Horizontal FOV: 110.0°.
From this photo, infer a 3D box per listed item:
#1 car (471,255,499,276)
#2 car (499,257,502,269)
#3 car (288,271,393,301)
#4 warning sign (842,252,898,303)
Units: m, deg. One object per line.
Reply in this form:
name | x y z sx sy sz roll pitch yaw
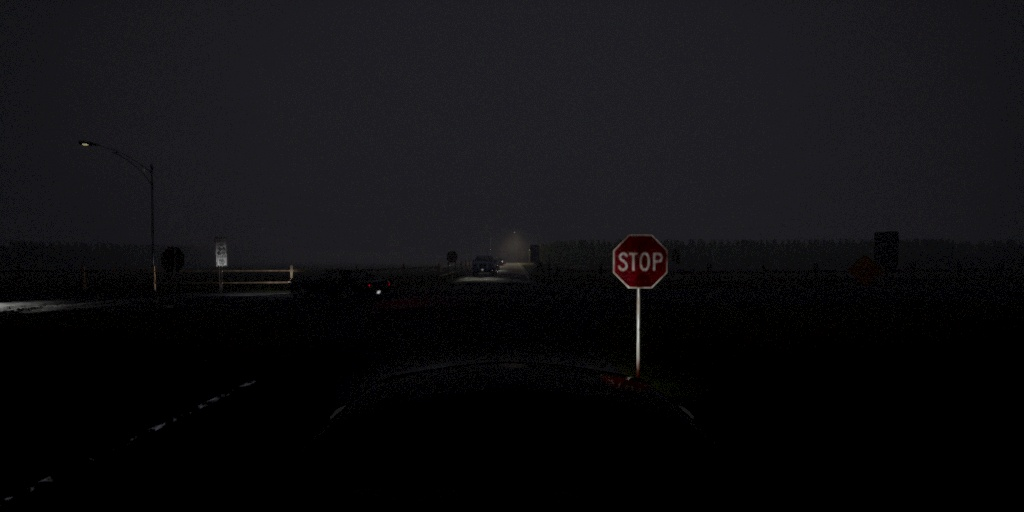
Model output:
car | -2.772 0.935 36.207 2.150 2.045 5.566 0 0 0
car | -2.731 1.198 50.552 1.837 1.490 4.892 0 0 0
car | -8.198 1.345 17.058 4.718 1.301 1.895 0 0 19
warning sign | 14.090 0.871 14.287 1.060 1.860 1.300 0 0 -6
